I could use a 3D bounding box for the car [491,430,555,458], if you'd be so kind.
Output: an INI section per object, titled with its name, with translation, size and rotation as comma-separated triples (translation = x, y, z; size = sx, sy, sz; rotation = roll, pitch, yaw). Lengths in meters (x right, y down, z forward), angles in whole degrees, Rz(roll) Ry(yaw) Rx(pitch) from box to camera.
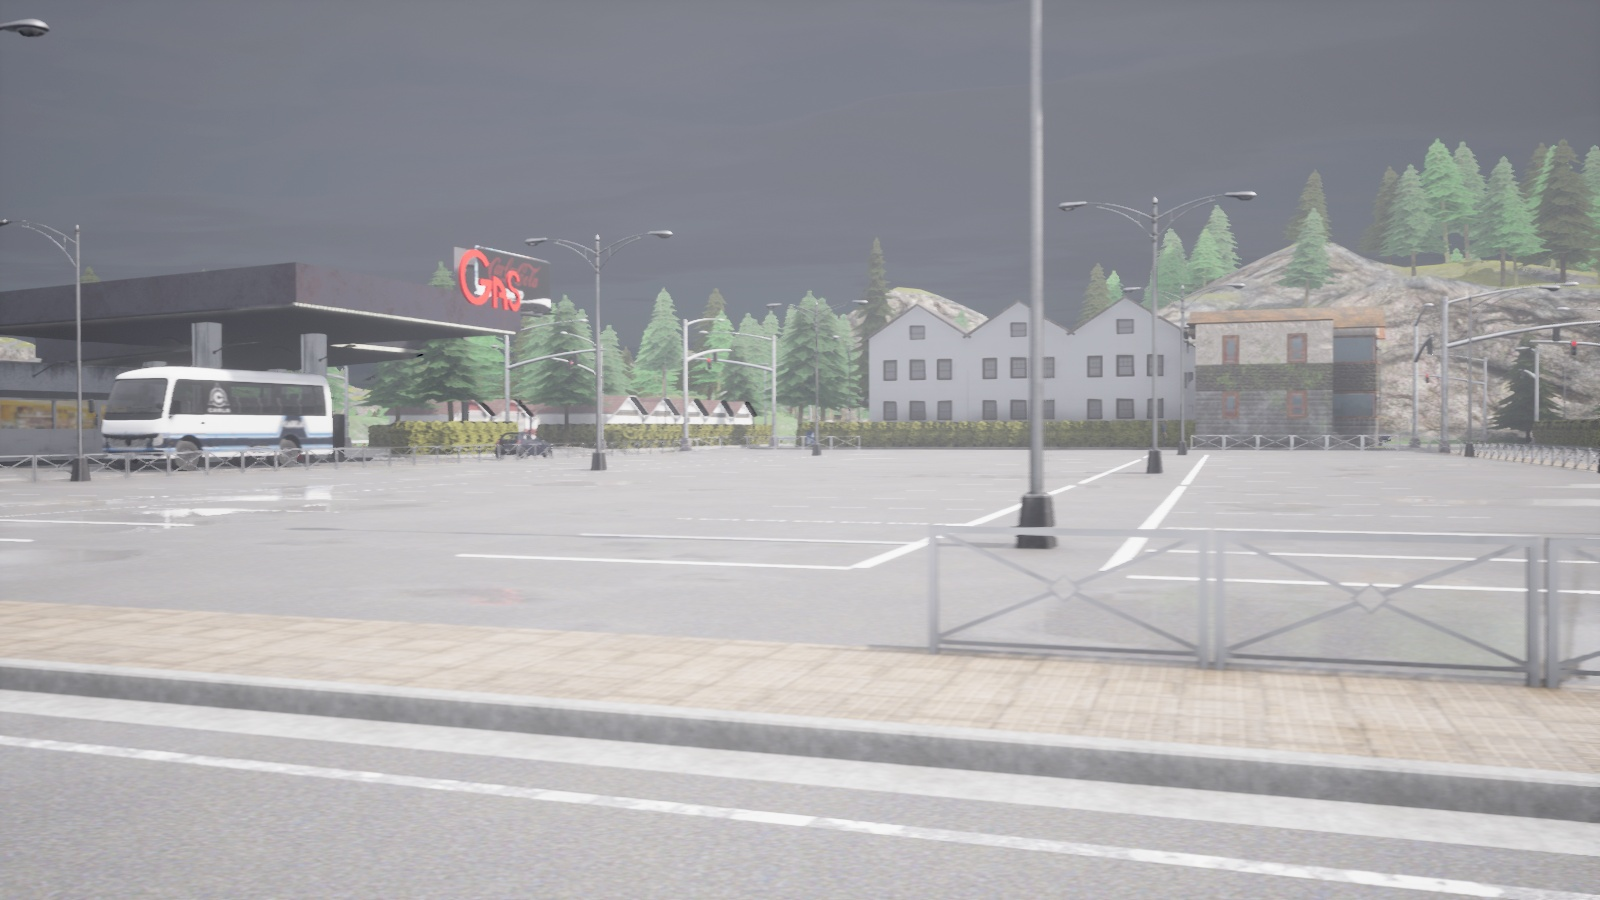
[car]
translation = -15.336, -0.333, 69.697
size = 1.845, 1.501, 3.633
rotation = 1, 1, 19

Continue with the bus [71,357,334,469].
[bus]
translation = -24.880, -1.495, 53.188
size = 3.944, 4.253, 10.273
rotation = 1, 1, 19
